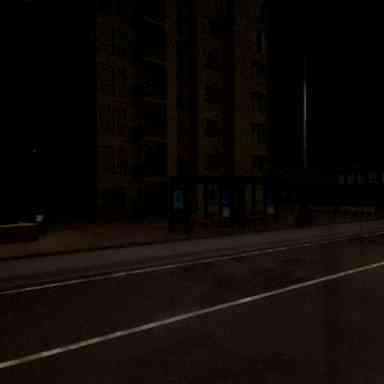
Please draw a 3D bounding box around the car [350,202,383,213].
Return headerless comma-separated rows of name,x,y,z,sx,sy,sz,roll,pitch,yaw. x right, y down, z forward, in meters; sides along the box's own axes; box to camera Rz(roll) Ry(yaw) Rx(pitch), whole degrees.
car,20.044,1.810,38.285,1.994,1.385,4.181,0,-4,-36
